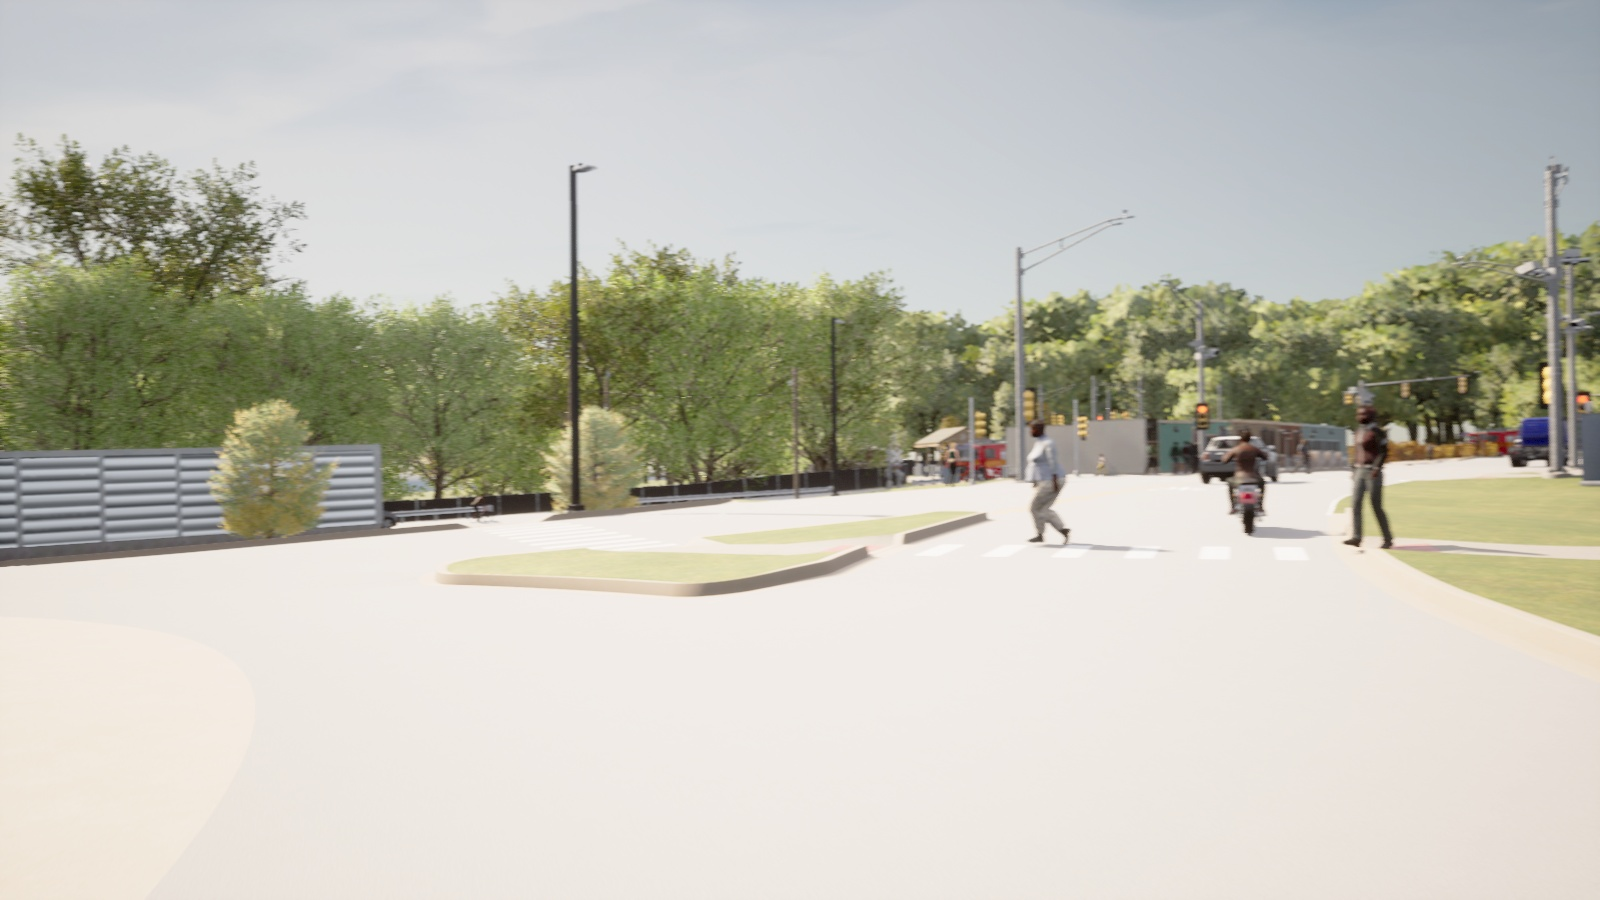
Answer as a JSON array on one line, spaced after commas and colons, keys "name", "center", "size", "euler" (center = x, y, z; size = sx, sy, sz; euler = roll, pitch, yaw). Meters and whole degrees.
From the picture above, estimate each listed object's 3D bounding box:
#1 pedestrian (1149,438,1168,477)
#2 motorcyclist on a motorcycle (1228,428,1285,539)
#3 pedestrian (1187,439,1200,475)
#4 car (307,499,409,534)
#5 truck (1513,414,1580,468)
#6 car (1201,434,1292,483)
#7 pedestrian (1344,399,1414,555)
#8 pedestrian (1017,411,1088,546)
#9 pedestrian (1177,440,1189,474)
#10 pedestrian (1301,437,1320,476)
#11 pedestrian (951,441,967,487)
[{"name": "pedestrian", "center": [18.423, 0.386, 64.534], "size": [0.788, 1.949, 0.423], "euler": [-1, -1, 39]}, {"name": "motorcyclist on a motorcycle", "center": [7.202, 0.489, 19.889], "size": [0.766, 1.649, 2.350], "euler": [-1, 0, 19]}, {"name": "pedestrian", "center": [21.293, 0.371, 67.967], "size": [0.402, 1.930, 0.666], "euler": [-1, -1, 38]}, {"name": "car", "center": [-22.910, 3.412, 65.189], "size": [2.007, 1.525, 4.514], "euler": [-1, 0, 43]}, {"name": "truck", "center": [50.255, -0.571, 84.423], "size": [2.891, 3.462, 7.936], "euler": [-1, -1, 38]}, {"name": "car", "center": [14.215, 0.270, 39.859], "size": [1.970, 1.475, 3.806], "euler": [-1, -1, 31]}, {"name": "pedestrian", "center": [7.327, 0.338, 15.894], "size": [0.666, 1.930, 0.402], "euler": [0, -1, -17]}, {"name": "pedestrian", "center": [3.571, 0.408, 17.809], "size": [0.900, 1.855, 0.874], "euler": [-1, -1, 7]}, {"name": "pedestrian", "center": [20.667, 0.385, 67.832], "size": [0.353, 1.847, 0.614], "euler": [-2, -1, 43]}, {"name": "pedestrian", "center": [24.382, 0.298, 59.955], "size": [0.694, 1.848, 0.540], "euler": [-1, -1, 35]}, {"name": "pedestrian", "center": [6.382, 0.556, 50.443], "size": [0.345, 1.836, 0.594], "euler": [-1, -1, 37]}]
